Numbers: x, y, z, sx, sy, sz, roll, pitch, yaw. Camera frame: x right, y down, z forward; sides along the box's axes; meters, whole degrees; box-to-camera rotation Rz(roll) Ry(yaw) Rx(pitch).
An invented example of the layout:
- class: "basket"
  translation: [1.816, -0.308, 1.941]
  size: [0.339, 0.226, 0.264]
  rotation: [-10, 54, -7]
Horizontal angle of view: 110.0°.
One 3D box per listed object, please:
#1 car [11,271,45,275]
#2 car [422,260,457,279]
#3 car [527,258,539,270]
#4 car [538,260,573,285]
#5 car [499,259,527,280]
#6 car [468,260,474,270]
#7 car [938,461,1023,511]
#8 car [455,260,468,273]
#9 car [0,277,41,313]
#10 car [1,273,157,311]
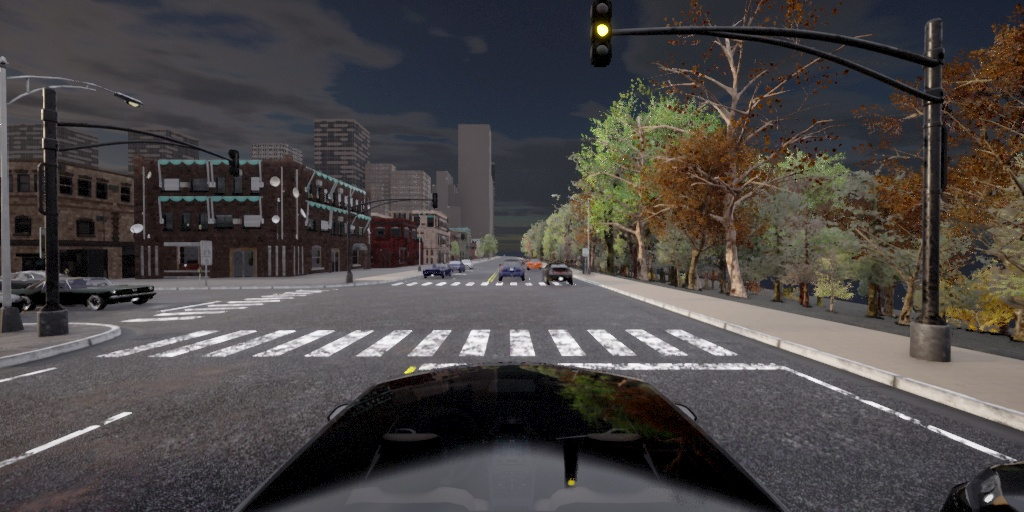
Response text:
- class: "car"
  translation: [-28.365, 1.559, 21.004]
  size: [4.403, 1.370, 2.007]
  rotation: [0, 0, 0]
- class: "car"
  translation: [-6.729, 1.340, 32.904]
  size: [1.895, 1.301, 4.718]
  rotation: [0, 0, 2]
- class: "car"
  translation: [3.130, 1.083, 51.146]
  size: [2.097, 1.767, 4.553]
  rotation: [0, 0, 0]
- class: "car"
  translation: [3.242, 1.247, 26.263]
  size: [1.837, 1.490, 4.892]
  rotation: [0, 0, 0]
- class: "car"
  translation: [-0.030, 1.092, 31.009]
  size: [2.097, 1.767, 4.553]
  rotation: [0, 0, 0]
- class: "car"
  translation: [-6.805, 1.256, 53.345]
  size: [1.812, 1.442, 4.674]
  rotation: [0, 0, 0]
- class: "car"
  translation: [3.363, 1.314, 0.200]
  size: [1.994, 1.385, 4.181]
  rotation: [0, 0, -1]
- class: "car"
  translation: [-6.771, 1.261, 43.075]
  size: [1.812, 1.442, 4.674]
  rotation: [0, 0, 0]
- class: "car"
  translation: [-19.994, 1.565, 12.529]
  size: [4.313, 1.339, 1.948]
  rotation: [0, 0, 0]
- class: "car"
  translation: [-18.148, 1.551, 15.203]
  size: [4.718, 1.301, 1.895]
  rotation: [-1, 1, 1]
